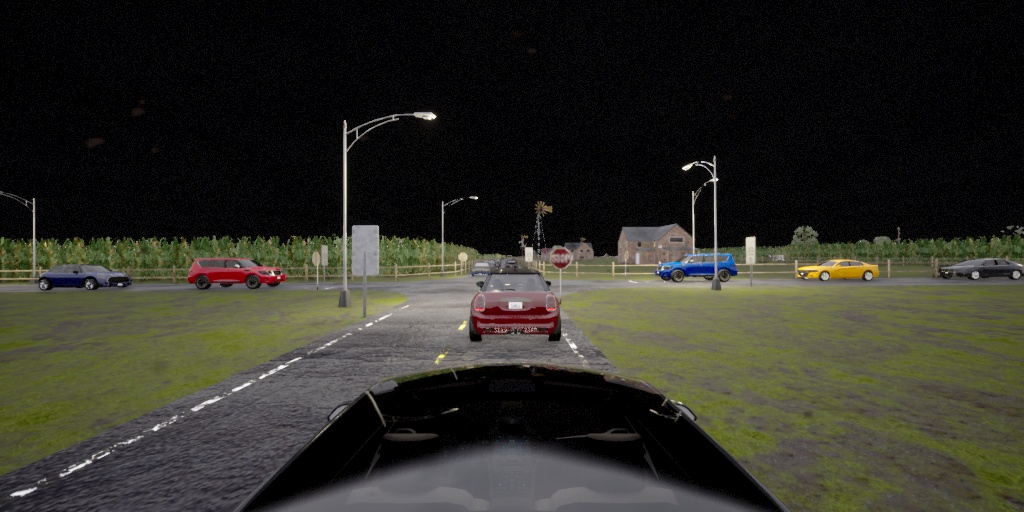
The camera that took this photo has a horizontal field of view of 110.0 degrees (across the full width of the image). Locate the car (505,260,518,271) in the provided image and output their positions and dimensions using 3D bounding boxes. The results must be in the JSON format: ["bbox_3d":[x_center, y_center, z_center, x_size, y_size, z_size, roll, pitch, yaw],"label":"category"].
[{"bbox_3d":[-0.067,1.290,51.875,1.837,1.490,4.892,0,0,0],"label":"car"}]

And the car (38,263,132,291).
[{"bbox_3d":[-28.603,1.351,24.150,4.553,1.767,2.097,-1,0,1],"label":"car"}]

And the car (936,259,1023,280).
[{"bbox_3d":[34.233,0.949,26.230,4.892,1.490,1.837,-1,0,0],"label":"car"}]

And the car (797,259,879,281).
[{"bbox_3d":[23.871,1.014,26.377,5.008,1.535,1.882,-1,0,1],"label":"car"}]

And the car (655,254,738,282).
[{"bbox_3d":[13.564,0.851,26.519,5.566,2.045,2.150,-1,0,0],"label":"car"}]

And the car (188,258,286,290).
[{"bbox_3d":[-18.350,1.127,24.010,5.566,2.045,2.150,-1,0,1],"label":"car"}]

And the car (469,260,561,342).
[{"bbox_3d":[0.058,1.103,9.982,2.097,1.767,4.553,0,0,-1],"label":"car"}]

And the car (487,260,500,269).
[{"bbox_3d":[-3.007,1.359,58.392,1.994,1.385,4.181,0,0,0],"label":"car"}]
